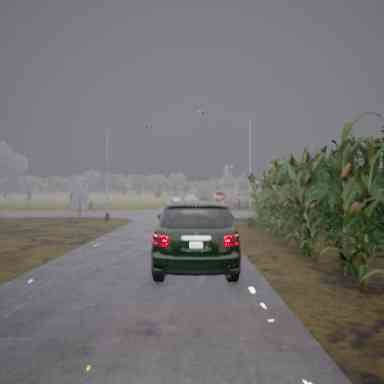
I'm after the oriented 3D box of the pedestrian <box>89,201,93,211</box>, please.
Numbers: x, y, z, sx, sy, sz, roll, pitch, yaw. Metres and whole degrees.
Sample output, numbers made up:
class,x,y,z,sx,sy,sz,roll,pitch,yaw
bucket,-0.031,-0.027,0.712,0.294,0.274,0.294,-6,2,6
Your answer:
class,x,y,z,sx,sy,sz,roll,pitch,yaw
pedestrian,-12.116,1.684,39.998,0.500,1.100,0.500,0,1,0

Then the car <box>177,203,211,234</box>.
class,x,y,z,sx,sy,sz,roll,pitch,yaw
car,0.117,1.504,20.636,1.882,1.535,5.008,0,0,0

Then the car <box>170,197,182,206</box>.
class,x,y,z,sx,sy,sz,roll,pitch,yaw
car,-2.733,1.619,56.377,1.812,1.442,4.674,0,0,0

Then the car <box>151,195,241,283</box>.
class,x,y,z,sx,sy,sz,roll,pitch,yaw
car,0.105,1.233,9.881,2.150,2.045,5.566,0,0,0

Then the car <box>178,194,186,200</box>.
class,x,y,z,sx,sy,sz,roll,pitch,yaw
car,-2.608,1.256,86.036,1.882,1.535,5.008,0,0,0
